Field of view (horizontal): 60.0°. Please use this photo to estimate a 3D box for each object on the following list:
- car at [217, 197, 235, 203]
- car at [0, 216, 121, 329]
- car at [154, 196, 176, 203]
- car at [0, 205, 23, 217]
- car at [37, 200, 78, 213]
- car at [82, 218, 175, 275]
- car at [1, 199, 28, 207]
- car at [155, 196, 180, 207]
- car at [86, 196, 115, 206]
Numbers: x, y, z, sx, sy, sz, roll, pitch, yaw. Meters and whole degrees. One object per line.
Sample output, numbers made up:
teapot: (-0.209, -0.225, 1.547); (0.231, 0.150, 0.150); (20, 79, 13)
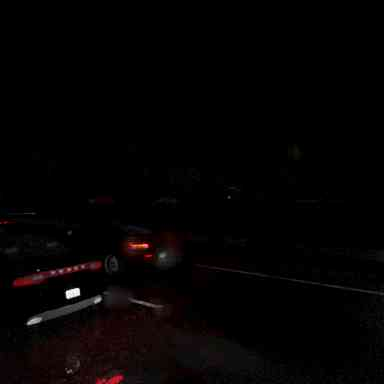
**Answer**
car: (6.805, 1.596, 66.328); (1.994, 1.385, 4.181); (0, 0, 36)
car: (-3.930, 1.476, 6.786); (5.008, 1.535, 1.882); (0, 0, 35)
car: (-5.442, 1.556, 67.409); (1.994, 1.385, 4.181); (0, 0, 37)
car: (-10.112, 1.502, 15.485); (4.892, 1.490, 1.837); (0, 0, 36)
car: (-14.843, 1.557, 36.860); (1.994, 1.385, 4.181); (0, 0, 36)
car: (-2.637, 1.524, 10.155); (4.674, 1.442, 1.812); (0, 0, 35)
car: (-23.710, 1.593, 42.522); (1.895, 1.301, 4.718); (0, 0, 36)
car: (-3.792, 1.520, 51.965); (1.812, 1.442, 4.674); (0, 0, 36)
car: (-14.911, 1.470, 54.555); (1.882, 1.535, 5.008); (0, 0, 36)
